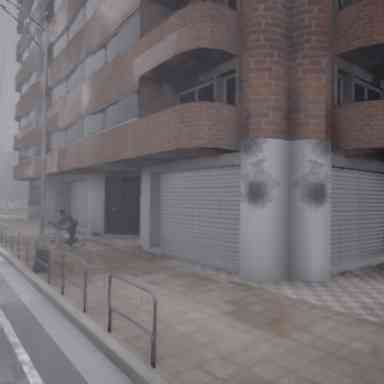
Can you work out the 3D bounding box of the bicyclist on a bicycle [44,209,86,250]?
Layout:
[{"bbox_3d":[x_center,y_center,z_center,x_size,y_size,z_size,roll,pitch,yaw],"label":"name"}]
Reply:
[{"bbox_3d":[-5.094,1.503,13.401,1.656,1.620,0.582,1,-1,-37],"label":"bicyclist on a bicycle"}]
